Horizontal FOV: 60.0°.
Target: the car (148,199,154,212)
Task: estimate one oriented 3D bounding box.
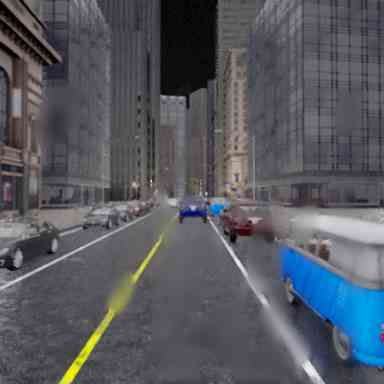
[{"bbox_3d":[-5.863,1.711,38.302,1.887,1.381,4.507,1,0,0],"label":"car"}]

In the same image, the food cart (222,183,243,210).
[{"bbox_3d":[5.601,0.679,46.140,2.280,3.560,4.660,-1,-1,0],"label":"food cart"}]

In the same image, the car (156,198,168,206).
[{"bbox_3d":[-5.875,1.891,65.427,1.752,1.417,4.829,0,0,0],"label":"car"}]

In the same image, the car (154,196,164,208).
[{"bbox_3d":[-5.870,1.843,54.679,1.947,1.339,4.313,1,0,0],"label":"car"}]

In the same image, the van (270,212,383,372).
[{"bbox_3d":[2.679,1.359,5.540,1.690,1.788,3.998,1,0,0],"label":"van"}]

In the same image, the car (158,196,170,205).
[{"bbox_3d":[-5.875,1.731,71.058,2.192,1.841,5.009,0,-1,0],"label":"car"}]

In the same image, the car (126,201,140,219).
[{"bbox_3d":[-5.858,1.659,27.383,2.008,1.369,4.403,1,0,0],"label":"car"}]

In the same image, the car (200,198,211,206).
[{"bbox_3d":[2.650,1.911,65.598,1.887,1.381,4.507,0,-1,0],"label":"car"}]

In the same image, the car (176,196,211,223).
[{"bbox_3d":[0.092,1.323,26.913,2.150,2.045,5.566,0,-1,0],"label":"car"}]

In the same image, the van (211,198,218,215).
[{"bbox_3d":[2.666,1.475,32.841,1.690,1.788,3.998,1,0,0],"label":"van"}]

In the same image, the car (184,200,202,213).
[{"bbox_3d":[0.079,1.727,40.652,2.033,1.411,5.357,0,0,0],"label":"car"}]

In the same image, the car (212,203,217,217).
[{"bbox_3d":[2.670,1.632,21.920,2.008,1.369,4.403,1,0,0],"label":"car"}]

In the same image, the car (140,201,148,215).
[{"bbox_3d":[-5.859,1.575,32.843,1.967,1.590,4.097,1,0,0],"label":"car"}]

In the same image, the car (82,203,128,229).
[{"bbox_3d":[-5.856,1.634,21.923,2.008,1.369,4.403,1,0,0],"label":"car"}]

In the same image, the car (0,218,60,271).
[{"bbox_3d":[-5.851,1.589,11.004,2.008,1.369,4.403,1,0,0],"label":"car"}]

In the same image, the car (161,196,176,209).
[{"bbox_3d":[-3.092,1.762,49.198,1.812,1.442,4.674,0,0,0],"label":"car"}]

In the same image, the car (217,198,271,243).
[{"bbox_3d":[2.674,1.374,16.461,2.192,1.841,5.009,1,0,0],"label":"car"}]
